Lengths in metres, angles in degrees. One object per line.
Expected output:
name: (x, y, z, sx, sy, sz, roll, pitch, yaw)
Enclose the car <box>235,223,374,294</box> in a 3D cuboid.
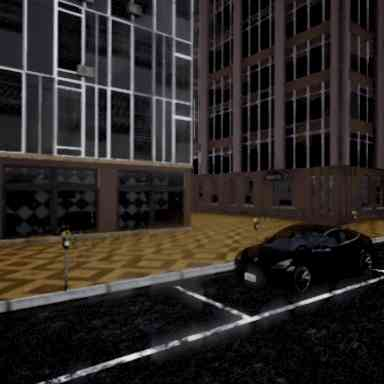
car: (3.093, 1.545, 8.758, 4.313, 1.339, 1.947, 0, 1, -35)
